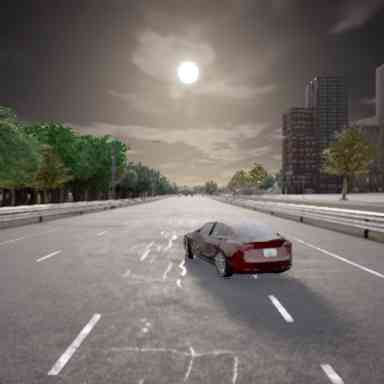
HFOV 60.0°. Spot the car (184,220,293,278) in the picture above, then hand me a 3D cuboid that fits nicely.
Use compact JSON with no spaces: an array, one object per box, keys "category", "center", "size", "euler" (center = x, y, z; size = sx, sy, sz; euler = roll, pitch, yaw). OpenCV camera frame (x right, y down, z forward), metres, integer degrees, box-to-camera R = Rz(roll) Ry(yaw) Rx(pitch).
[{"category":"car","center":[1.230,1.590,10.602],"size":[2.163,1.488,4.792],"euler":[0,0,-19]}]
